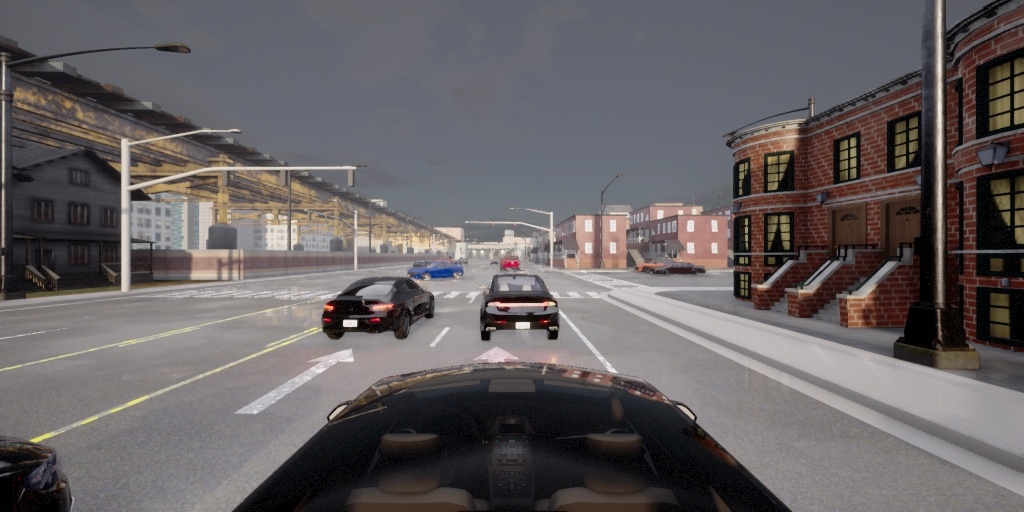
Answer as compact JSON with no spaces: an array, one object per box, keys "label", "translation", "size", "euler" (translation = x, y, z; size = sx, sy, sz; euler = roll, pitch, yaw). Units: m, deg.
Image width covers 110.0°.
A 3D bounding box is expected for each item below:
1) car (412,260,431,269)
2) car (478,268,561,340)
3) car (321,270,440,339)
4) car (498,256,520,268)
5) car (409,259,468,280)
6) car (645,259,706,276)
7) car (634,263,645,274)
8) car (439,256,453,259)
[{"label":"car","translation":[-14.239,1.314,56.571],"size":[1.994,1.385,4.181],"euler":[0,0,0]},{"label":"car","translation":[0.091,1.242,9.927],"size":[2.128,1.511,4.902],"euler":[0,0,-3]},{"label":"car","translation":[-3.451,1.276,9.960],"size":[1.812,1.442,4.674],"euler":[0,0,0]},{"label":"car","translation":[-0.249,0.972,48.482],"size":[2.150,2.045,5.566],"euler":[-1,0,-7]},{"label":"car","translation":[-6.271,1.227,29.485],"size":[1.882,1.535,5.008],"euler":[-1,-1,42]},{"label":"car","translation":[16.901,1.296,36.741],"size":[5.357,1.411,2.033],"euler":[0,0,0]},{"label":"car","translation":[16.152,1.103,40.230],"size":[4.553,1.767,2.097],"euler":[0,0,0]},{"label":"car","translation":[-10.747,0.971,57.671],"size":[2.150,2.045,5.566],"euler":[0,0,-1]}]
